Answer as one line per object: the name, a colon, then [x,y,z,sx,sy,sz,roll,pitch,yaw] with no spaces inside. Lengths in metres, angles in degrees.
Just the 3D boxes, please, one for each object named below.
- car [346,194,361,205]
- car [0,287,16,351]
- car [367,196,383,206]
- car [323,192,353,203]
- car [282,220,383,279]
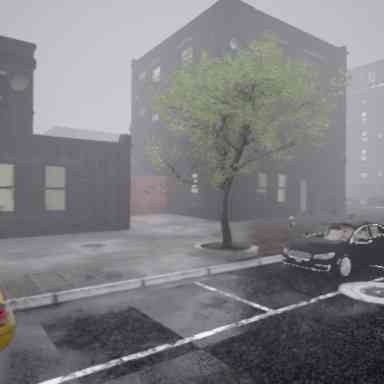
car: [20.934,1.051,46.033,1.887,1.381,4.507,2,0,-36]
car: [-4.557,1.526,3.384,4.829,1.417,1.752,0,1,-35]
car: [24.214,1.158,41.394,1.887,1.381,4.507,2,0,-36]
car: [24.335,0.908,55.611,1.967,1.590,4.097,2,0,-36]
car: [4.559,1.548,9.951,4.403,1.369,2.008,0,1,-35]
